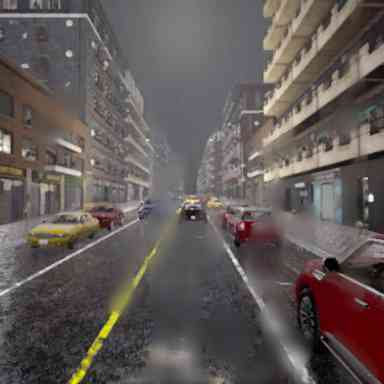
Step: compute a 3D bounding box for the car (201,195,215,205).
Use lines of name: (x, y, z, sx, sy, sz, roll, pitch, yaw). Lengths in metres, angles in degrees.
car: (2.545, 1.300, 54.116, 2.008, 1.369, 4.403, 2, 0, 0)

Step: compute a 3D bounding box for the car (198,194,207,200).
car: (2.523, 1.211, 82.440, 2.008, 1.369, 4.403, 2, 0, 0)

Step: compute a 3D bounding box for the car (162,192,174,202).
car: (-5.336, 1.024, 65.445, 2.192, 1.841, 5.009, 2, 0, 0)

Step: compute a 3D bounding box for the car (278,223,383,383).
car: (2.594, 1.298, 3.138, 2.192, 1.841, 5.009, 2, 0, 0)

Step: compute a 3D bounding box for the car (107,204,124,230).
car: (-5.306, 1.441, 20.130, 1.887, 1.381, 4.507, 2, 0, 0)

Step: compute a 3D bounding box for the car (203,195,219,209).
car: (2.560, 1.346, 37.294, 1.752, 1.417, 4.829, 2, 0, 0)

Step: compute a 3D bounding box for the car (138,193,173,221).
car: (-2.869, 1.221, 26.019, 2.097, 1.767, 4.553, 0, 0, 0)

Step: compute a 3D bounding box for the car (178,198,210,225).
car: (0.082, 1.408, 23.066, 1.812, 1.442, 4.674, 0, 0, 0)

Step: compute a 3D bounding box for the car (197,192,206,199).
car: (2.525, 0.959, 88.104, 2.192, 1.841, 5.009, 2, 0, 0)

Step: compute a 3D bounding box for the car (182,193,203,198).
car: (0.066, 1.254, 42.081, 1.801, 1.575, 5.366, 0, 0, 0)

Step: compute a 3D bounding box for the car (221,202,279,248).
car: (2.581, 1.364, 14.465, 1.967, 1.590, 4.097, 2, 0, 0)

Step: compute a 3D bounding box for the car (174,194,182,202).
car: (-2.804, 1.243, 67.544, 2.033, 1.411, 5.357, 0, 0, 0)

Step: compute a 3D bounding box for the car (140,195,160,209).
car: (-5.321, 1.236, 42.788, 1.967, 1.590, 4.097, 2, 0, 0)

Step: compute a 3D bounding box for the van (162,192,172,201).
van: (-5.341, 1.034, 71.108, 1.690, 1.788, 3.998, 2, 0, 0)

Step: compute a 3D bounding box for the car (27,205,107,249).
car: (-5.301, 1.450, 14.294, 1.752, 1.417, 4.829, 2, 0, 0)

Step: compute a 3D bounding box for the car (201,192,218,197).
car: (2.561, 1.112, 42.788, 2.192, 1.841, 5.009, 2, 0, 0)

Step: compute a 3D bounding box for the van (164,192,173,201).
van: (-5.346, 1.017, 76.774, 1.690, 1.788, 3.998, 2, 0, 0)

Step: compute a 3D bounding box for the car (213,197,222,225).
car: (2.576, 1.337, 20.130, 1.967, 1.590, 4.097, 2, 0, 0)

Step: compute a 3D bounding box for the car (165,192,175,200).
car: (-5.349, 0.975, 82.439, 2.192, 1.841, 5.009, 2, 0, 0)
